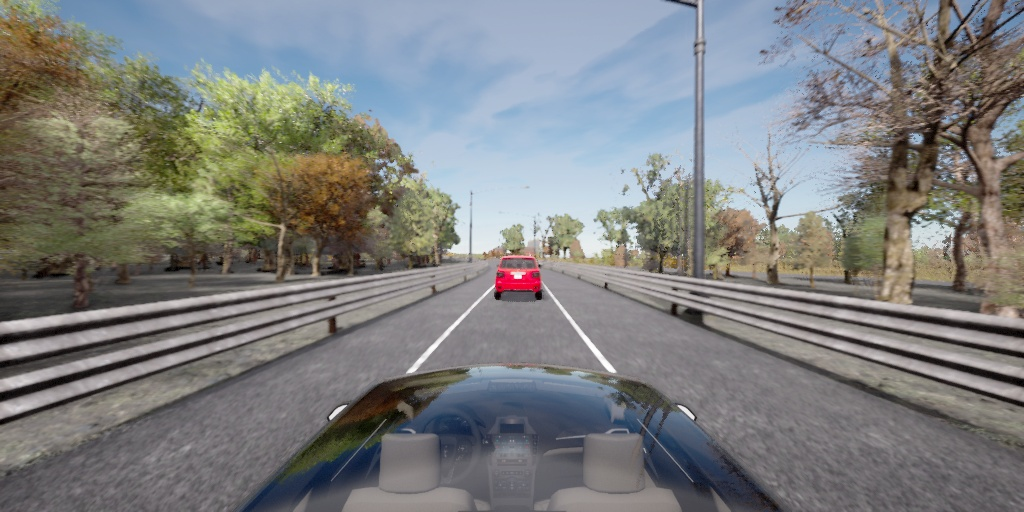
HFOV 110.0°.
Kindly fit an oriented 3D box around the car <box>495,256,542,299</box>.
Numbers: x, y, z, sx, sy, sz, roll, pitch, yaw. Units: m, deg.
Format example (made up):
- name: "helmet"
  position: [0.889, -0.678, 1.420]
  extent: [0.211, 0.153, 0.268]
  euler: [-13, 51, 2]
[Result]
- name: "car"
  position: [0.357, 1.011, 18.509]
  extent: [2.150, 2.045, 5.566]
  euler: [0, 0, 2]
